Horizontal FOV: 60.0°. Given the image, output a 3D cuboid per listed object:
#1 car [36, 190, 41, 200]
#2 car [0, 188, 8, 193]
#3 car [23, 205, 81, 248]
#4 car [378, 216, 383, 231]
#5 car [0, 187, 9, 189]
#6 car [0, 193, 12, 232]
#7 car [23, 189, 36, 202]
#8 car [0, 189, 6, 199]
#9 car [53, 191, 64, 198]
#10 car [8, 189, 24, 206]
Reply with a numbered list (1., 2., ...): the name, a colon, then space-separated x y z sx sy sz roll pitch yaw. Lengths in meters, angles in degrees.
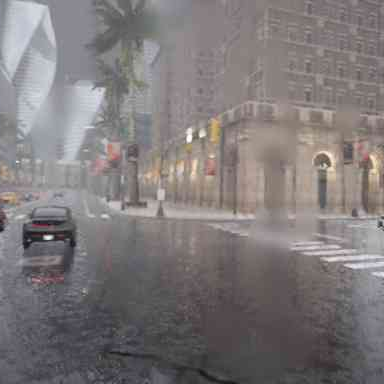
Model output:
1. car: -28.107 0.412 58.773 2.097 1.767 4.553 1 0 -18
2. car: -18.957 0.781 30.856 2.097 1.767 4.553 1 0 -18
3. car: -5.741 1.299 13.830 1.837 1.490 4.892 1 0 -18
4. car: 13.035 1.590 19.077 4.902 1.511 2.128 1 0 -17
5. car: -28.938 0.329 50.112 2.150 2.045 5.566 1 0 -18
6. car: -9.693 1.068 14.644 2.097 1.767 4.553 1 0 -18
7. car: -24.936 0.540 49.147 2.097 1.767 4.553 1 0 -18
8. car: -35.996 0.251 61.459 2.185 1.767 4.553 1 0 -19
9. car: -28.822 0.478 71.641 1.812 1.442 4.674 1 0 -19
10. car: -21.785 0.792 39.536 1.882 1.535 5.008 1 0 -18
